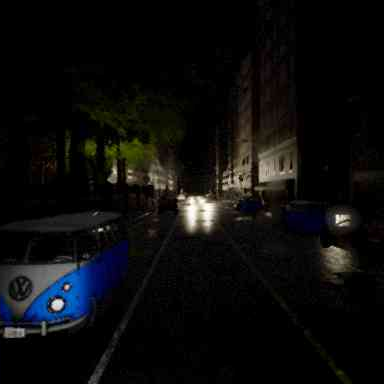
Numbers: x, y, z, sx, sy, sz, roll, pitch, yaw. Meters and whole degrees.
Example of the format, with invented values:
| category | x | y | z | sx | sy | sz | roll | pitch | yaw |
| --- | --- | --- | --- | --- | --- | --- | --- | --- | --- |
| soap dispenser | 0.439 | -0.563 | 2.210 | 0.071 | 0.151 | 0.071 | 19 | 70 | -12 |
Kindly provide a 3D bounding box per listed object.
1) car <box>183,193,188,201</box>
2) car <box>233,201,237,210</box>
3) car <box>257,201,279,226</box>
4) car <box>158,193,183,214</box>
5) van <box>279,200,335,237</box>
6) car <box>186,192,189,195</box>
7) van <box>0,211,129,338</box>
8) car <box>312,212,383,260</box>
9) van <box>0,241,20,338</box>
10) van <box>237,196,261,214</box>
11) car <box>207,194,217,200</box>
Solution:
| category | x | y | z | sx | sy | sz | roll | pitch | yaw |
| --- | --- | --- | --- | --- | --- | --- | --- | --- | --- |
| car | -2.458 | 1.414 | 78.280 | 1.752 | 1.417 | 4.829 | 0 | 0 | 0 |
| car | 6.133 | 1.561 | 40.477 | 1.947 | 1.339 | 4.313 | 0 | 0 | 0 |
| car | 6.163 | 1.560 | 23.496 | 1.887 | 1.381 | 4.507 | 0 | 0 | 0 |
| car | -2.381 | 1.277 | 34.762 | 2.192 | 1.841 | 5.009 | 0 | 0 | 0 |
| van | 6.173 | 1.362 | 17.835 | 1.690 | 1.788 | 3.998 | 0 | 0 | 0 |
| car | -2.468 | 1.431 | 83.901 | 2.008 | 1.369 | 4.403 | 0 | 0 | 0 |
| van | -2.332 | 1.327 | 6.472 | 1.690 | 1.788 | 3.998 | 0 | 0 | 0 |
| car | 6.182 | 1.607 | 12.175 | 1.802 | 1.307 | 4.206 | 0 | 0 | 0 |
| van | -2.323 | 1.329 | 0.814 | 1.690 | 1.788 | 3.998 | 0 | 0 | 0 |
| van | 6.144 | 1.344 | 34.817 | 1.690 | 1.788 | 3.998 | 0 | 0 | 0 |
| car | 6.037 | 1.349 | 94.854 | 1.967 | 1.590 | 4.097 | 0 | 0 | 0 |
